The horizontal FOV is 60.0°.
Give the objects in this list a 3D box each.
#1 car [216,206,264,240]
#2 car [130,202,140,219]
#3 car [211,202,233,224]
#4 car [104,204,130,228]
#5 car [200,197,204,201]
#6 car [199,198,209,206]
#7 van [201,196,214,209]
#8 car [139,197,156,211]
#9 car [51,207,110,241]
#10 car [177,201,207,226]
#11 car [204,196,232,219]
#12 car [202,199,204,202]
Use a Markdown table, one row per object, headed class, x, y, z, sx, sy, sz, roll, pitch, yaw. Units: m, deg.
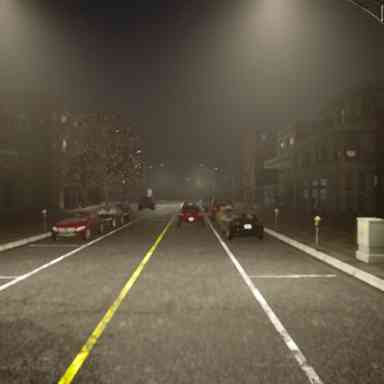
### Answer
| class | x | y | z | sx | sy | sz | roll | pitch | yaw |
| --- | --- | --- | --- | --- | --- | --- | --- | --- | --- |
| car | 2.563 | 1.645 | 17.433 | 1.947 | 1.339 | 4.313 | -1 | 0 | 0 |
| car | -5.902 | 1.730 | 28.462 | 1.802 | 1.307 | 4.206 | -1 | 0 | 0 |
| car | 2.520 | 1.632 | 23.150 | 1.752 | 1.417 | 4.829 | -1 | 0 | 0 |
| car | -5.860 | 1.672 | 22.914 | 2.008 | 1.369 | 4.403 | -1 | 0 | 0 |
| car | 2.348 | 1.738 | 45.343 | 1.752 | 1.417 | 4.829 | -1 | 0 | 0 |
| car | 2.219 | 1.816 | 61.988 | 1.752 | 1.417 | 4.829 | -1 | 0 | 0 |
| van | 2.304 | 1.579 | 50.722 | 1.690 | 1.788 | 3.998 | -1 | 0 | 0 |
| car | -6.034 | 1.542 | 45.107 | 2.192 | 1.841 | 5.009 | -1 | 0 | 0 |
| car | -5.817 | 1.677 | 17.366 | 1.802 | 1.307 | 4.206 | -1 | 0 | 0 |
| car | -0.079 | 1.643 | 24.344 | 1.812 | 1.442 | 4.674 | 0 | 0 | 0 |
| car | 2.475 | 1.447 | 28.531 | 2.192 | 1.841 | 5.009 | -1 | 0 | 0 |
| car | 2.392 | 1.767 | 39.625 | 1.802 | 1.307 | 4.206 | -1 | 0 | 0 |
